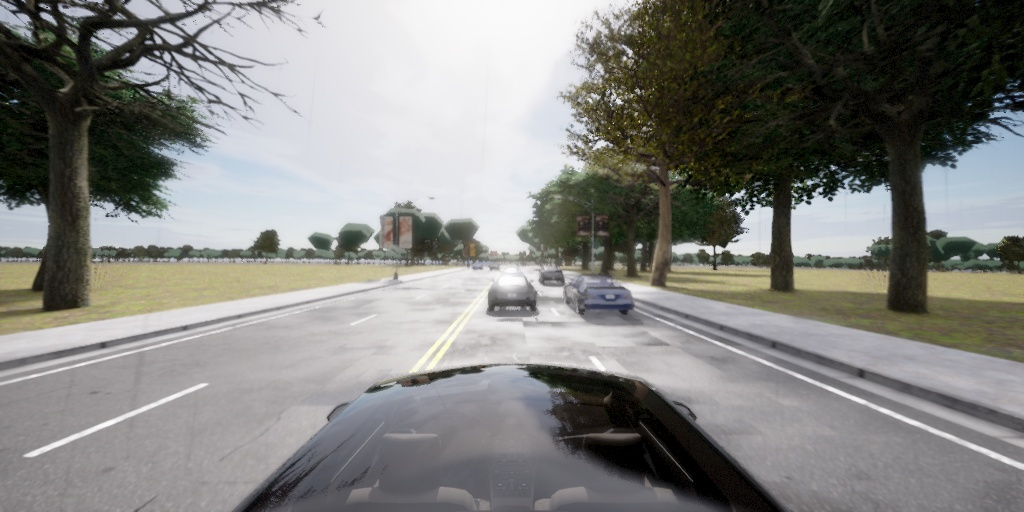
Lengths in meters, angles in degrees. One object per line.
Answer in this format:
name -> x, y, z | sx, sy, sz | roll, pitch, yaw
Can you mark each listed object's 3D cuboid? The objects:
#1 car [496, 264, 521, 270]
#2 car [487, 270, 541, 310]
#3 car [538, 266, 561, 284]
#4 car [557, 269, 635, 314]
car -> 0.014, 1.594, 29.401 | 2.033, 1.411, 5.357 | 0, -1, 1
car -> 0.027, 1.457, 15.424 | 1.994, 1.385, 4.181 | 0, -1, 1
car -> 3.279, 1.550, 30.377 | 2.128, 1.511, 4.902 | 0, -1, 1
car -> 3.264, 1.429, 14.403 | 2.033, 1.411, 5.357 | 0, -1, 0
